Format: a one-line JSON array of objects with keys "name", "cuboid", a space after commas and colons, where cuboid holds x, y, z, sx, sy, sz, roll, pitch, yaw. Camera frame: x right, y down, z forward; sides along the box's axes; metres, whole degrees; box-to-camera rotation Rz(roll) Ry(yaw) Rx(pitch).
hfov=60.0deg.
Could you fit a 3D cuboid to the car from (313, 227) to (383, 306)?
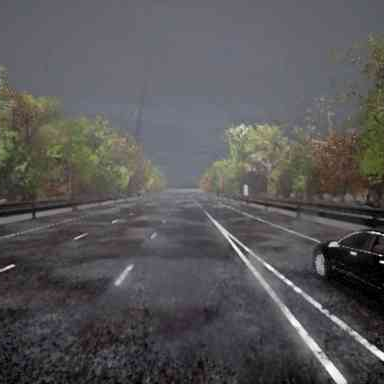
[{"name": "car", "cuboid": [4.195, 1.477, 6.861, 1.837, 1.490, 4.892, 0, 0, -4]}]
